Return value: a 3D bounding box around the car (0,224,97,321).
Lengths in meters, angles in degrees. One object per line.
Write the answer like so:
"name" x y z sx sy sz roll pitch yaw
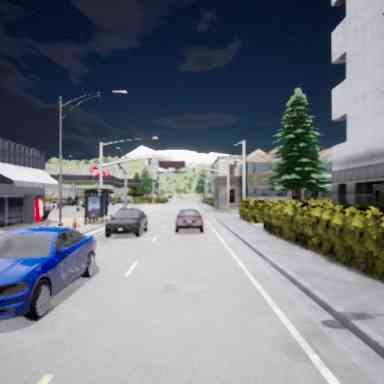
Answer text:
"car" -3.686 1.582 7.732 1.882 1.535 5.008 0 -1 -1

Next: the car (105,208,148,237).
"car" -3.795 1.741 20.031 1.882 1.535 5.008 0 -1 0

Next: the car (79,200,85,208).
"car" -19.775 2.334 64.122 2.007 1.523 4.514 0 -1 -1

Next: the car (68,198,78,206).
"car" -26.879 2.267 74.021 1.932 1.855 4.605 0 -1 -1

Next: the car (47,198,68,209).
"car" -23.323 2.180 57.016 1.970 1.475 3.806 0 -1 -1

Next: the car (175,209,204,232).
"car" -0.184 1.836 22.191 2.033 1.411 5.357 0 -1 -1

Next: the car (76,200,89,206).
"car" -27.054 2.640 82.494 1.970 1.475 3.806 0 -1 -1
